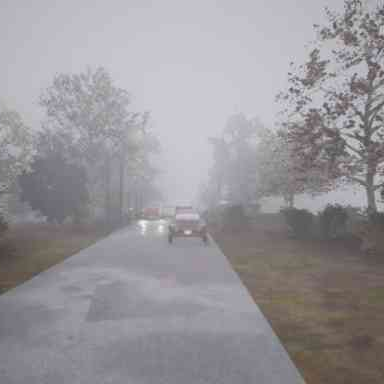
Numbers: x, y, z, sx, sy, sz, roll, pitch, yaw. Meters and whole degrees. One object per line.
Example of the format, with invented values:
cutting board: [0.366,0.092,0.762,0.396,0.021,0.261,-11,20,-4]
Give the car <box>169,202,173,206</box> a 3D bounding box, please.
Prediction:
car: [-4.629,2.862,72.749,1.812,1.442,4.674,0,-2,-1]

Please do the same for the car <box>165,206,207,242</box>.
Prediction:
car: [-0.244,1.640,17.054,1.812,1.442,4.674,0,-1,-1]

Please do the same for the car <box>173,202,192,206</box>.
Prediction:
car: [-0.792,1.866,35.268,1.882,1.535,5.008,0,-1,-2]

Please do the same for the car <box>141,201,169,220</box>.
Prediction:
car: [-3.646,1.668,31.973,2.097,1.767,4.553,1,-1,-2]
